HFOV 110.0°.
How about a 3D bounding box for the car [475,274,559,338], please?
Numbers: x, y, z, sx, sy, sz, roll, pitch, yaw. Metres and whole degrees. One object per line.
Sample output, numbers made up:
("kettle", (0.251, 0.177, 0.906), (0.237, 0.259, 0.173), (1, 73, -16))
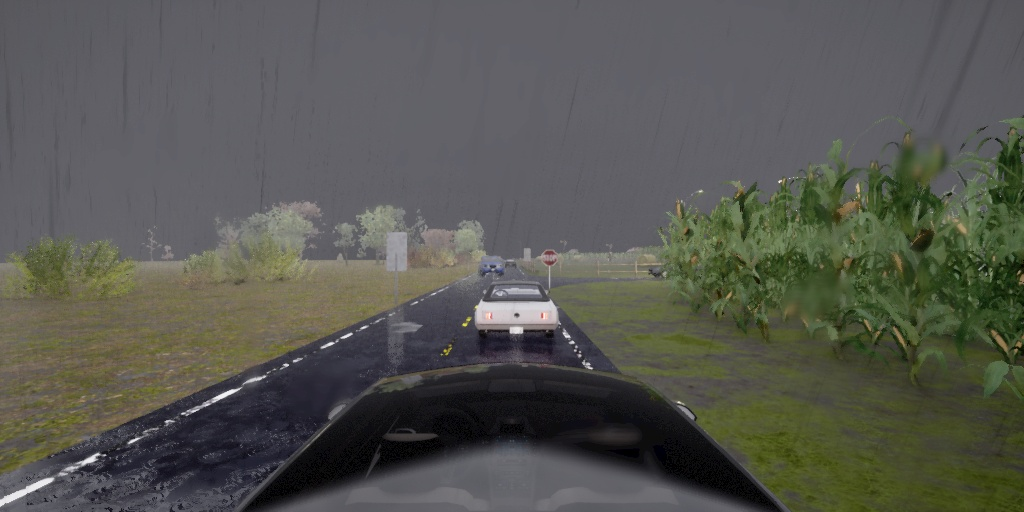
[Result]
("car", (0.102, 1.354, 10.145), (1.895, 1.301, 4.718), (0, 0, 0))

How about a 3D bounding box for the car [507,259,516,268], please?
("car", (-0.251, 1.290, 63.979), (1.882, 1.535, 5.008), (0, 0, -1))

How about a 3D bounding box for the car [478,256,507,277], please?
("car", (-2.283, 0.995, 37.164), (2.150, 2.045, 5.566), (0, 0, -10))

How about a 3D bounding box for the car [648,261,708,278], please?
("car", (14.400, 1.140, 31.156), (4.892, 1.490, 1.837), (-1, -1, -1))
